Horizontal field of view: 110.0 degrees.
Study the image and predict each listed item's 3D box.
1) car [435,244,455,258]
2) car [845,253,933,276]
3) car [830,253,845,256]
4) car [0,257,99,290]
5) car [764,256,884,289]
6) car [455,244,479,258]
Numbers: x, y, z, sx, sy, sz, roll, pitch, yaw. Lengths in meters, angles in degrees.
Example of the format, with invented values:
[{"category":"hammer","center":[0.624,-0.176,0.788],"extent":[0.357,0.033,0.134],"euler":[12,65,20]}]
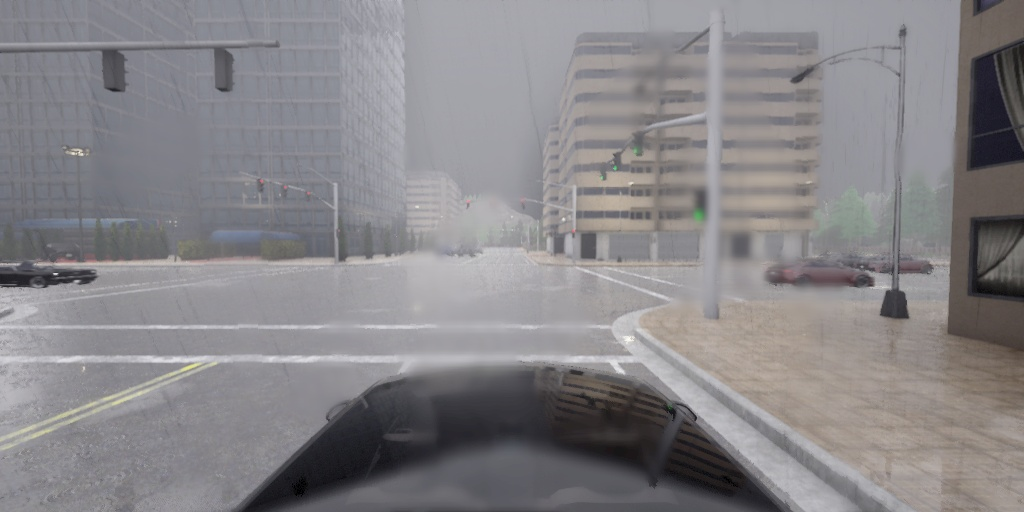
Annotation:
[{"category":"car","center":[-10.527,-0.832,56.613],"extent":[2.150,2.045,5.566],"euler":[0,2,1]},{"category":"car","center":[25.842,0.567,24.475],"extent":[4.181,1.385,1.994],"euler":[0,2,0]},{"category":"car","center":[25.888,0.453,27.973],"extent":[4.181,1.385,1.994],"euler":[0,2,0]},{"category":"car","center":[-22.782,0.873,16.924],"extent":[4.718,1.301,1.895],"euler":[0,2,-1]},{"category":"car","center":[14.695,0.864,17.286],"extent":[4.181,1.385,1.994],"euler":[1,2,-1]},{"category":"car","center":[-7.030,-0.834,56.693],"extent":[2.150,2.045,5.566],"euler":[0,2,1]}]
